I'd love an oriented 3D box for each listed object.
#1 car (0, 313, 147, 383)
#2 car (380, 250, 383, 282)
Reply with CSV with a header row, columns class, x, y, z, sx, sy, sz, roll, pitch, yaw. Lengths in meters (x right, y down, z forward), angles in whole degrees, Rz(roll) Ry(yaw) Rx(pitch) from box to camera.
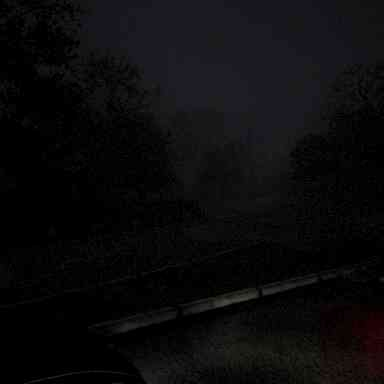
class,x,y,z,sx,sy,sz,roll,pitch,yaw
car,-2.355,1.354,1.632,4.553,1.767,2.097,0,0,-35
car,6.093,1.383,7.229,4.902,1.511,2.128,-2,1,-32
